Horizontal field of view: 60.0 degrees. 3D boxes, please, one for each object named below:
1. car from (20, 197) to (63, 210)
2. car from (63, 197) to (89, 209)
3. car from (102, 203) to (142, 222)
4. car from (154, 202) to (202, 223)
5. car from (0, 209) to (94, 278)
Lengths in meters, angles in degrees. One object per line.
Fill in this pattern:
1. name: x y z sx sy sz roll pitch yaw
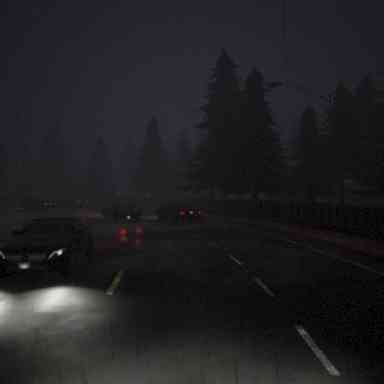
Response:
1. car: -17.832 1.340 38.715 5.357 1.411 2.033 0 0 35
2. car: -14.389 1.309 40.455 4.674 1.442 1.812 0 0 38
3. car: -5.445 1.466 25.133 1.895 1.301 4.718 0 0 -28
4. car: -1.113 1.416 24.424 2.033 1.411 5.357 0 0 -25
5. car: -4.210 1.471 10.151 1.812 1.442 4.674 0 0 -6
